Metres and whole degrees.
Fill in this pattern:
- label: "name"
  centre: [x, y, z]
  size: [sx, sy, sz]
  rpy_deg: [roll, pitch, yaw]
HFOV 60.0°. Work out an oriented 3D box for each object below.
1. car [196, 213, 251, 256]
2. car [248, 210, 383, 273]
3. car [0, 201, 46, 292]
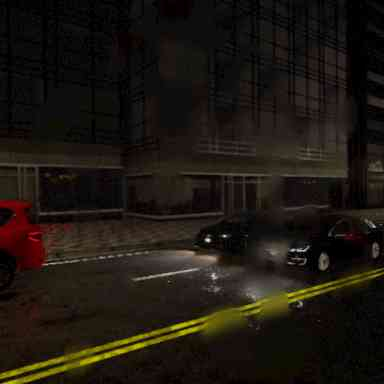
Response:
- label: "car"
  centre: [2.197, 1.557, 13.215]
  size: [4.181, 1.385, 1.994]
  rpy_deg: [0, 0, -36]
- label: "car"
  centre: [4.300, 1.499, 10.715]
  size: [4.892, 1.490, 1.837]
  rpy_deg: [0, 0, -35]
- label: "car"
  centre: [-6.206, 1.224, 7.220]
  size: [5.566, 2.045, 2.150]
  rpy_deg: [0, 0, -36]
